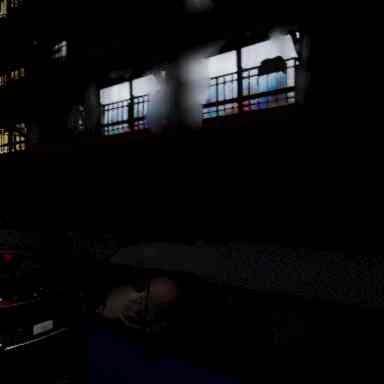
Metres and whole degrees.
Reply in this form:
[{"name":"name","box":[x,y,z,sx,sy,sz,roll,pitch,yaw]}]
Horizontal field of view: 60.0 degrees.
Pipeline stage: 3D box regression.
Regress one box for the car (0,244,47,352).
[{"name":"car","box":[-3.751,1.566,5.694,4.403,1.369,2.008,0,-1,35]}]

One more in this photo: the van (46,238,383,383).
[{"name":"van","box":[0.870,1.343,2.427,3.998,1.788,1.690,0,-1,35]}]
